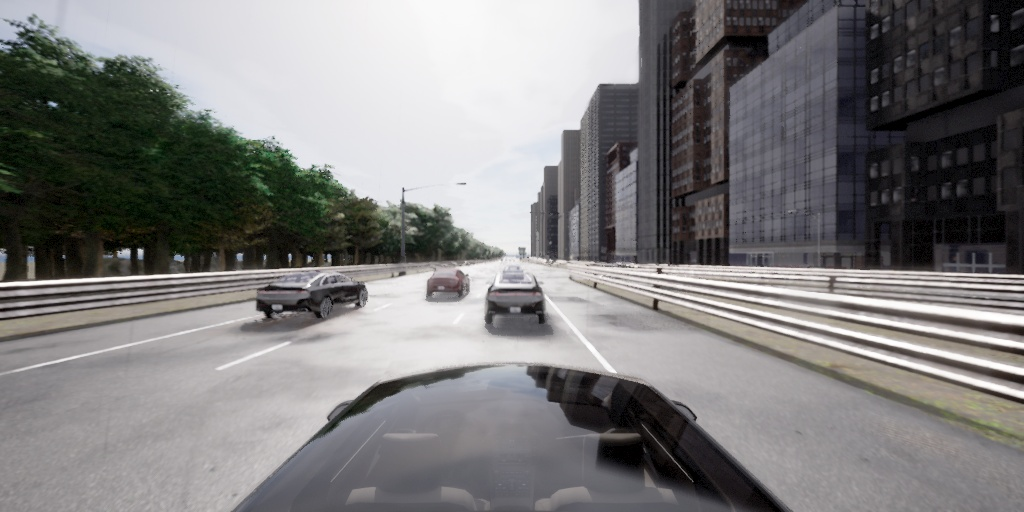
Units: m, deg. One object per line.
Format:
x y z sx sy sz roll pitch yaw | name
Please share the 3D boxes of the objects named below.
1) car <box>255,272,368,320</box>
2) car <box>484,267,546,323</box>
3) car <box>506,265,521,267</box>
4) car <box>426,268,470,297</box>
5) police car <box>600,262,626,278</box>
-6.900 1.310 12.970 2.128 1.511 4.902 0 0 0 | car
0.100 1.306 12.411 2.128 1.511 4.902 0 0 0 | car
0.101 1.479 30.609 2.033 1.411 5.357 0 0 0 | car
-3.401 1.386 19.565 1.812 1.442 4.674 0 0 0 | car
10.591 1.463 38.263 1.930 1.638 5.238 0 0 -14 | police car
